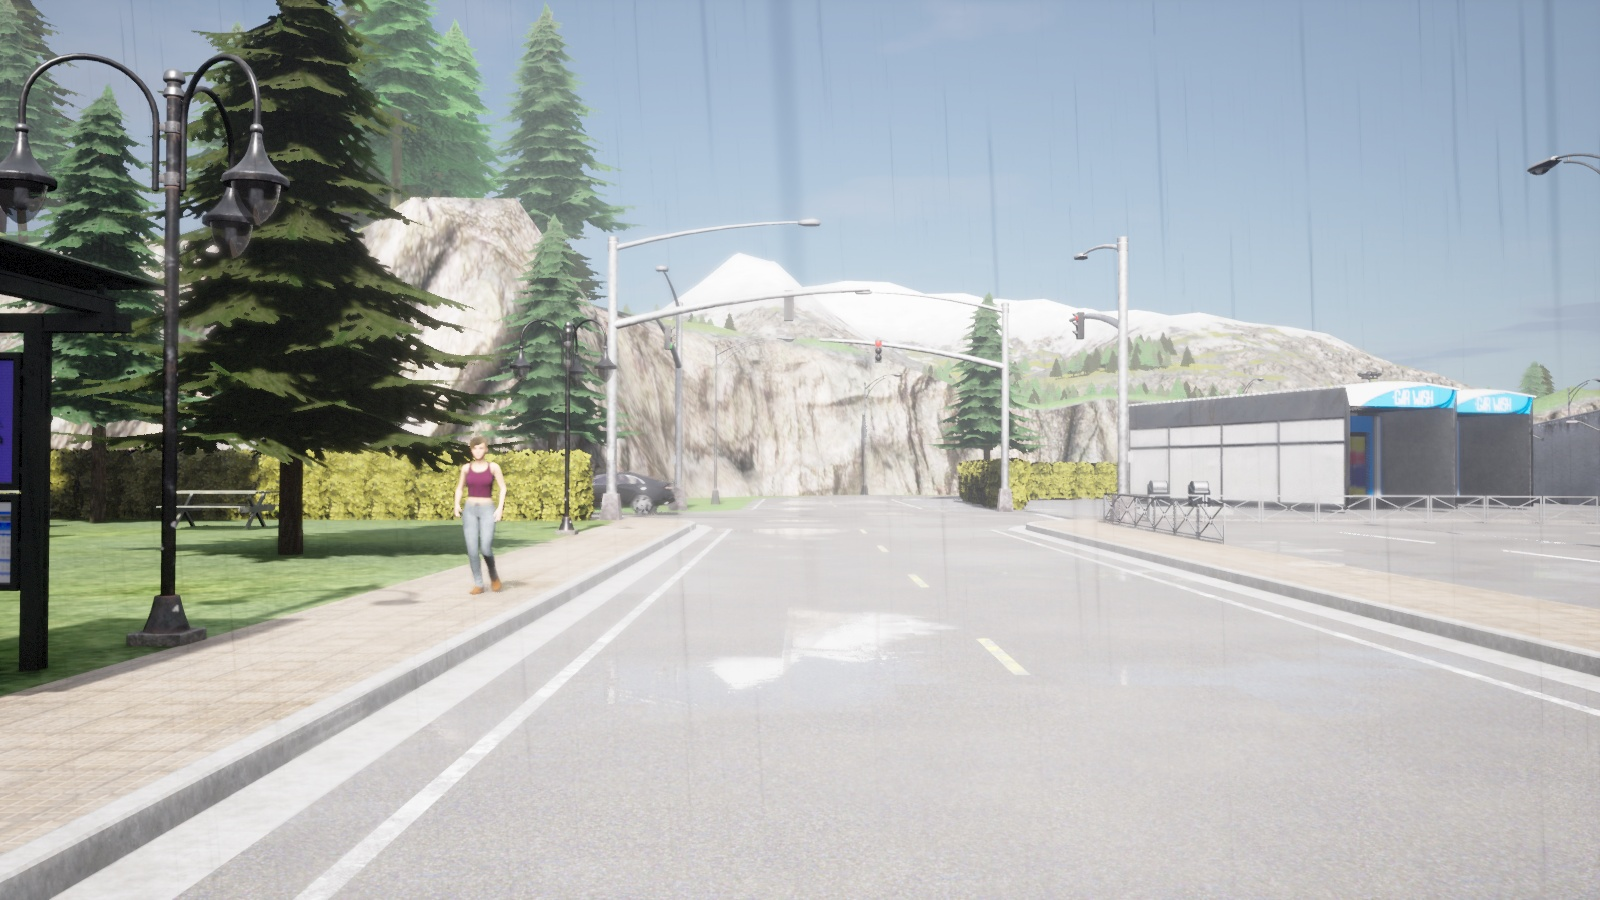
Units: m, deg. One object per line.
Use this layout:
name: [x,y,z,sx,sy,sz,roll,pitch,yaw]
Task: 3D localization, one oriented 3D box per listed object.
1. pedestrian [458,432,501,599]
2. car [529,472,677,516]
pedestrian: [-3.592,0.721,14.089,0.345,1.836,0.594,0,-1,-2]
car: [-6.922,1.544,44.520,4.902,1.511,2.128,0,-1,1]
